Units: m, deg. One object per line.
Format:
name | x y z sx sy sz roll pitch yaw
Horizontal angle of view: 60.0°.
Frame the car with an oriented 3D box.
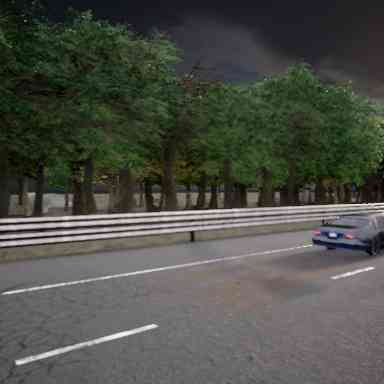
car | 6.930 1.534 12.993 5.357 1.411 2.033 0 0 -35
